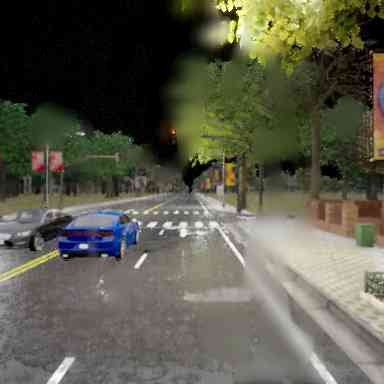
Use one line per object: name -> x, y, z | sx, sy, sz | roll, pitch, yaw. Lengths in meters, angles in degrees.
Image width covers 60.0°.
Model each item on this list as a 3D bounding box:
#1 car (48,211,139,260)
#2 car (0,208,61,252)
car -> -3.155, 1.422, 12.162 | 1.882, 1.535, 5.008 | 0, 0, 0
car -> -6.515, 1.431, 13.708 | 2.128, 1.511, 4.902 | 0, 0, 0
